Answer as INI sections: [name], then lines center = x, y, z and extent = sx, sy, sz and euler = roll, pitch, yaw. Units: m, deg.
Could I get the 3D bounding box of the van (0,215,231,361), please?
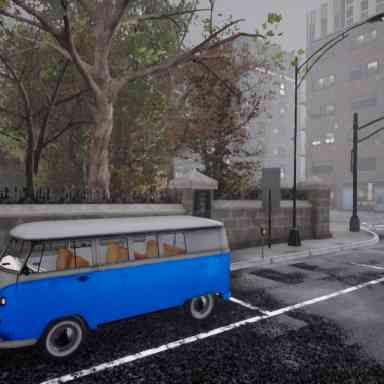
[van]
center = -1.188, 1.342, 5.642
extent = 3.998, 1.788, 1.690
euler = 0, 1, -35
